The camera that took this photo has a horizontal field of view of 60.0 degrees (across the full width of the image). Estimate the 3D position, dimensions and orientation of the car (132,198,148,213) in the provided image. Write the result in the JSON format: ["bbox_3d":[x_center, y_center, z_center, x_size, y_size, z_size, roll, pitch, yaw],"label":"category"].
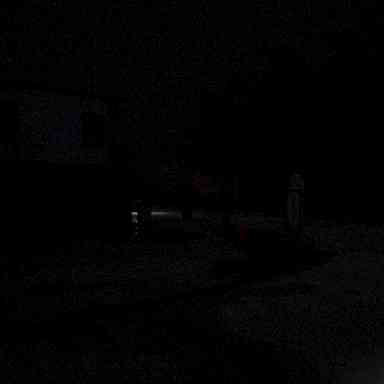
[{"bbox_3d":[-6.356,1.412,36.376,1.812,1.442,4.674,0,0,-35],"label":"car"}]
